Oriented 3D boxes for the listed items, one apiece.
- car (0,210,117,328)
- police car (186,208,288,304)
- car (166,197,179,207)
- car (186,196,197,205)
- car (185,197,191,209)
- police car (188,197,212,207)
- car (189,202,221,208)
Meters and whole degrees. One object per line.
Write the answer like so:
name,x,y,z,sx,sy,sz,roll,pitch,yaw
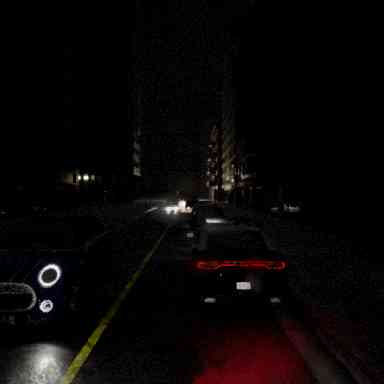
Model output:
car,-3.103,1.353,7.283,2.097,1.767,4.553,0,0,0
police car,0.897,1.428,8.372,1.930,1.638,5.238,0,0,0
car,-3.018,1.546,52.376,2.128,1.511,4.902,0,0,0
car,-0.019,1.555,59.844,1.882,1.535,5.008,0,0,0
car,-0.003,1.548,46.242,1.837,1.490,4.892,0,0,0
police car,0.892,1.439,24.372,1.930,1.638,5.238,0,0,0
car,0.895,1.514,18.262,1.837,1.490,4.892,0,0,0
